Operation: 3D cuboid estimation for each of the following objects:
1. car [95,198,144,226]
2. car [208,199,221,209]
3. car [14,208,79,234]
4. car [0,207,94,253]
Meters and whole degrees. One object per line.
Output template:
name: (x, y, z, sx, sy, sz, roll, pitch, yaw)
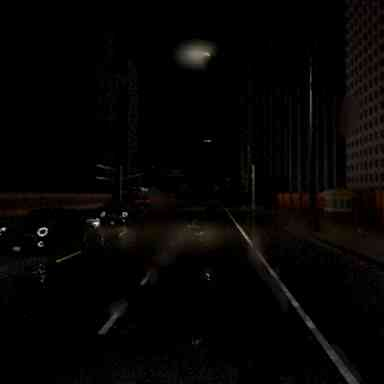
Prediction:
car: (-5.403, 1.600, 25.463, 2.097, 1.767, 4.553, 0, 0, 4)
car: (3.747, 1.885, 54.675, 2.097, 1.767, 4.553, 0, 0, 4)
car: (-9.196, 1.812, 21.601, 1.895, 1.301, 4.718, 0, -1, 4)
car: (-6.206, 1.491, 14.295, 2.097, 1.767, 4.553, 0, 0, 4)
